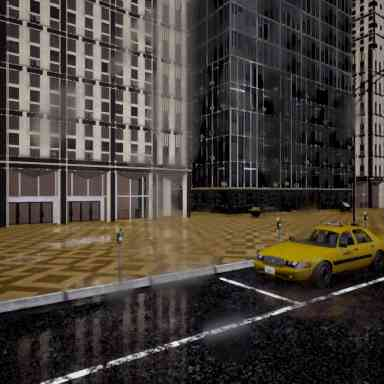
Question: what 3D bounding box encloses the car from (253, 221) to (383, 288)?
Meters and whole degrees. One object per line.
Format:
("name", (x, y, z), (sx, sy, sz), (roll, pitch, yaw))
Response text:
("car", (3.800, 1.526, 9.253), (4.829, 1.417, 1.752), (0, 0, -35))
